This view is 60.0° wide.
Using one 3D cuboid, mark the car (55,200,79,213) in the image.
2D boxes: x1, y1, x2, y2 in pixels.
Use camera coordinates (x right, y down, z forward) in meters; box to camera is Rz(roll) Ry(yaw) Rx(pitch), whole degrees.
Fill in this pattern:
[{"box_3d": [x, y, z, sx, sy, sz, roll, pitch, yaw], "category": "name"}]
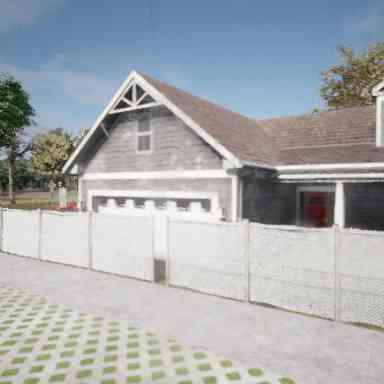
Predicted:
[{"box_3d": [-11.211, 1.830, 33.991, 2.150, 2.045, 5.566, 1, -1, 32], "category": "car"}]
